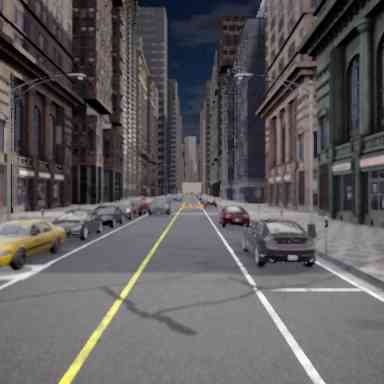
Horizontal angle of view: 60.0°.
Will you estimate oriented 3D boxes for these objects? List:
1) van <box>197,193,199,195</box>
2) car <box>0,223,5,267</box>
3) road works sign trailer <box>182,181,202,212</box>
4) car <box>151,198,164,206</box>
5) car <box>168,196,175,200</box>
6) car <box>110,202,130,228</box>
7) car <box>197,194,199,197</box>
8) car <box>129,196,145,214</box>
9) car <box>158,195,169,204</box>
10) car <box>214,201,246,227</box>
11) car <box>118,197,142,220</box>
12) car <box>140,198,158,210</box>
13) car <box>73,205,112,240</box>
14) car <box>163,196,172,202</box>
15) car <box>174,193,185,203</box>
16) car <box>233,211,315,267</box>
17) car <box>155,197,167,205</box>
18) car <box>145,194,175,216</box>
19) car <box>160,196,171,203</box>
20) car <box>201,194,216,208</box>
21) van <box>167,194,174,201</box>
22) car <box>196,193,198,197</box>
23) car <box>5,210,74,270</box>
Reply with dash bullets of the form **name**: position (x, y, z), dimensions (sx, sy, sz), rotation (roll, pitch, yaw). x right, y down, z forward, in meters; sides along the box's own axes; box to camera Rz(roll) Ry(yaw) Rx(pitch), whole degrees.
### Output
- **van**: position (2.739, 1.436, 78.524), dimensions (1.690, 1.788, 3.998), rotation (0, 0, 0)
- **car**: position (-5.760, 1.322, 5.689), dimensions (2.192, 1.841, 5.009), rotation (0, 0, 0)
- **road works sign trailer**: position (-0.013, 0.509, 39.194), dimensions (2.380, 3.560, 2.880), rotation (0, 0, 0)
- **car**: position (-5.779, 1.648, 56.105), dimensions (1.802, 1.307, 4.206), rotation (0, 0, 0)
- **car**: position (-5.793, 1.699, 95.317), dimensions (1.802, 1.307, 4.206), rotation (0, 0, 0)
- **car**: position (-5.767, 1.591, 22.495), dimensions (1.947, 1.339, 4.313), rotation (0, 0, 0)
- **car**: position (2.741, 1.632, 72.922), dimensions (1.887, 1.381, 4.507), rotation (0, 0, 0)
- **car**: position (-5.770, 1.353, 33.698), dimensions (2.192, 1.841, 5.009), rotation (0, 0, 0)
- **car**: position (-5.782, 1.520, 67.309), dimensions (1.967, 1.590, 4.097), rotation (0, 0, 0)
- **car**: position (2.758, 1.570, 22.503), dimensions (1.887, 1.381, 4.507), rotation (0, 0, 0)
- **car**: position (-5.769, 1.472, 28.096), dimensions (1.967, 1.590, 4.097), rotation (0, 0, 0)
- **car**: position (-5.775, 1.596, 44.902), dimensions (1.887, 1.381, 4.507), rotation (0, 0, 0)
- **car**: position (-5.765, 1.570, 16.893), dimensions (2.008, 1.369, 4.403), rotation (0, 0, 0)
- **car**: position (-5.787, 1.639, 78.513), dimensions (1.887, 1.381, 4.507), rotation (0, 0, 0)
- **car**: position (-3.025, 1.551, 73.880), dimensions (1.837, 1.490, 4.892), rotation (0, 0, 0)
- **car**: position (2.762, 1.564, 11.298), dimensions (2.008, 1.369, 4.403), rotation (0, 0, 0)
- **car**: position (-5.781, 1.598, 61.537), dimensions (1.752, 1.417, 4.829), rotation (0, 0, 0)
- **car**: position (-3.107, 1.389, 33.028), dimensions (2.097, 1.767, 4.553), rotation (0, 0, 0)
- **car**: position (-5.785, 1.632, 72.910), dimensions (1.887, 1.381, 4.507), rotation (0, 0, 0)
- **car**: position (2.749, 1.499, 50.513), dimensions (1.967, 1.590, 4.097), rotation (0, 0, 0)
- **van**: position (-5.790, 1.451, 89.717), dimensions (1.690, 1.788, 3.998), rotation (0, 0, 0)
- **car**: position (2.733, 1.557, 95.331), dimensions (1.967, 1.590, 4.097), rotation (0, 0, 0)
- **car**: position (-5.763, 1.538, 11.121), dimensions (1.752, 1.417, 4.829), rotation (0, 0, 0)
